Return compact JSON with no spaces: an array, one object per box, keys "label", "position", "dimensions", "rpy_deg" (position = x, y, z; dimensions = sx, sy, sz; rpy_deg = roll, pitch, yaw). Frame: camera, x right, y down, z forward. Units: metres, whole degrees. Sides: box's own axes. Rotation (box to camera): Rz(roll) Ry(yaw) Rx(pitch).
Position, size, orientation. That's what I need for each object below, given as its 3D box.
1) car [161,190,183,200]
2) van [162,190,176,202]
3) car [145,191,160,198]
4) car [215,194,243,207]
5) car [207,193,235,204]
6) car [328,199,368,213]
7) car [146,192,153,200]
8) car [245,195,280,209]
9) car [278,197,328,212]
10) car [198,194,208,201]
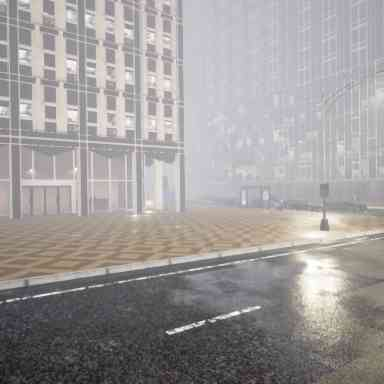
[{"label":"car","position":[-4.346,0.638,70.328],"dimensions":[2.150,2.045,5.566],"rpy_deg":[-1,1,-34]},{"label":"van","position":[-3.994,0.935,59.633],"dimensions":[1.690,1.788,3.998],"rpy_deg":[0,1,-34]},{"label":"car","position":[-9.963,0.684,83.115],"dimensions":[1.967,1.590,4.097],"rpy_deg":[0,1,-34]},{"label":"car","position":[5.617,1.318,45.554],"dimensions":[1.947,1.339,4.313],"rpy_deg":[-1,1,-34]},{"label":"car","position":[4.963,1.264,51.174],"dimensions":[1.895,1.301,4.718],"rpy_deg":[-1,1,-34]},{"label":"car","position":[16.084,1.406,34.974],"dimensions":[1.994,1.385,4.181],"rpy_deg":[-1,1,-35]},{"label":"car","position":[-10.432,1.037,69.004],"dimensions":[2.008,1.369,4.403],"rpy_deg":[0,1,-34]},{"label":"car","position":[8.788,1.386,40.838],"dimensions":[1.802,1.307,4.206],"rpy_deg":[-1,1,-34]},{"label":"car","position":[11.992,1.422,36.141],"dimensions":[1.947,1.339,4.313],"rpy_deg":[-1,1,-34]},{"label":"car","position":[2.913,1.041,64.380],"dimensions":[1.802,1.307,4.206],"rpy_deg":[-1,1,-34]}]
